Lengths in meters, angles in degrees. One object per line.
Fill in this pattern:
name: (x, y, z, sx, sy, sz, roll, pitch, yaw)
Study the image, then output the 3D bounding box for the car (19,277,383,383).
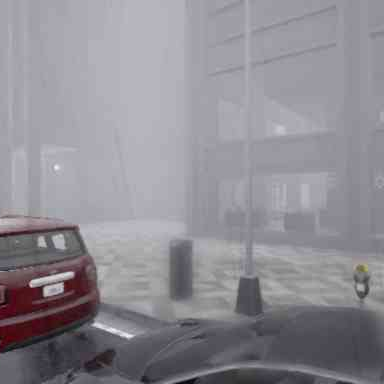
car: (0.895, 1.566, 2.329, 4.313, 1.339, 1.947, 0, 0, 35)

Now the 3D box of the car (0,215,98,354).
car: (-3.694, 1.319, 5.603, 5.009, 1.841, 2.192, 0, 0, 35)
